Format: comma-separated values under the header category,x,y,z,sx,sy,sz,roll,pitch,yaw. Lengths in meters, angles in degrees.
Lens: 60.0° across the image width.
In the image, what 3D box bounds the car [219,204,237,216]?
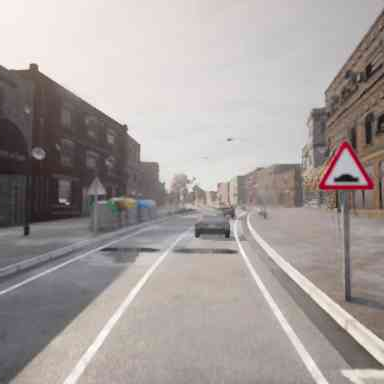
category,x,y,z,sx,sy,sz,roll,pitch,yaw
car,3.840,2.020,36.979,2.128,1.511,4.902,0,-1,10

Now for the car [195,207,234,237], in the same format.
category,x,y,z,sx,sy,sz,roll,pitch,yaw
car,1.267,1.807,19.672,1.994,1.385,4.181,0,-1,6
